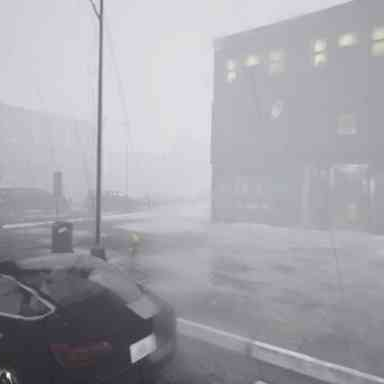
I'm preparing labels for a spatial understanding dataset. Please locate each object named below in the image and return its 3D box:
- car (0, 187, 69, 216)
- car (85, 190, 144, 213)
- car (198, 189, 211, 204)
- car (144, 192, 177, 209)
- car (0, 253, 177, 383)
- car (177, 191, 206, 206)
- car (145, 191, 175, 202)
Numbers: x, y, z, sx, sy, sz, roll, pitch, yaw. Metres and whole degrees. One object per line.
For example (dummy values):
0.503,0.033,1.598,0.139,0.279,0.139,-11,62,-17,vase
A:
-12.372,0.675,25.843,2.150,2.045,5.566,2,2,34,car
-6.948,0.762,28.984,2.192,1.841,5.009,2,2,34,car
2.453,0.556,42.702,2.192,1.841,5.009,2,2,34,car
-3.817,0.819,33.560,1.967,1.590,4.097,2,2,34,car
-2.161,1.503,4.408,4.313,1.339,1.947,1,1,35,car
-0.686,0.861,38.137,2.008,1.369,4.403,2,2,34,car
-4.473,0.610,47.433,1.947,1.339,4.313,2,2,34,car
